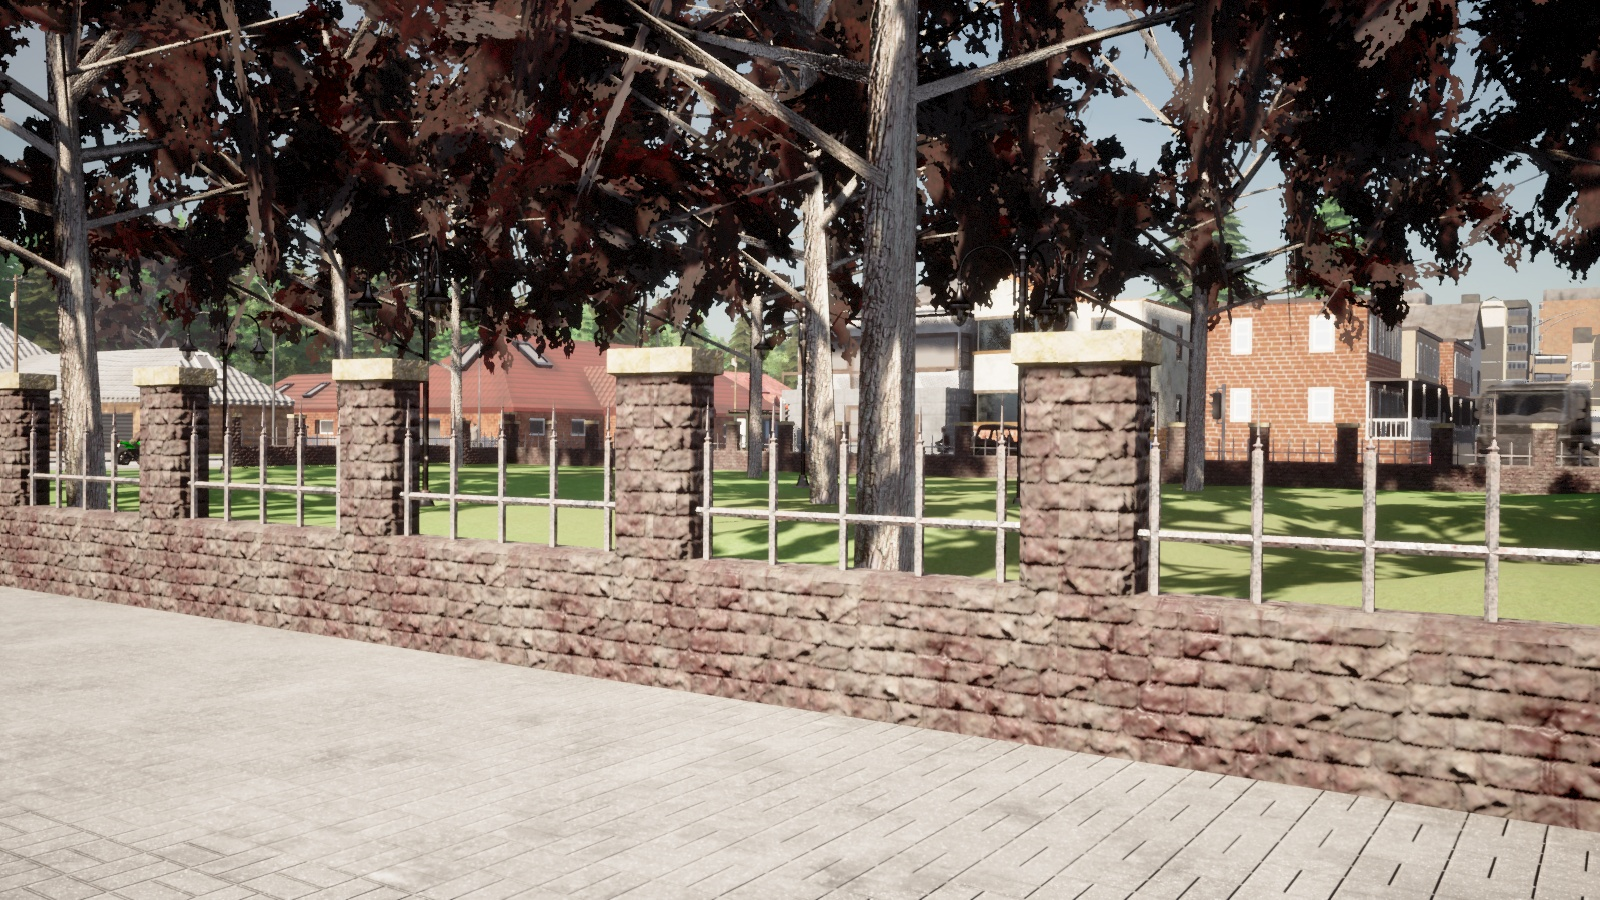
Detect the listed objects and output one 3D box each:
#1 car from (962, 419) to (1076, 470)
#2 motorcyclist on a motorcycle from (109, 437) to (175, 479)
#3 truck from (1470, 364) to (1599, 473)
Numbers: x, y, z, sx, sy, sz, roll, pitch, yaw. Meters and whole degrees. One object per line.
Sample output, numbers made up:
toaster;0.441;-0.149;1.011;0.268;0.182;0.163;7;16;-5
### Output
car;8.383;-0.206;48.138;3.866;1.878;1.905;0;1;32
motorcyclist on a motorcycle;-24.805;0.291;47.363;0.797;1.523;2.044;0;1;32
truck;26.560;-1.086;43.521;7.936;3.462;2.891;-1;2;-38
